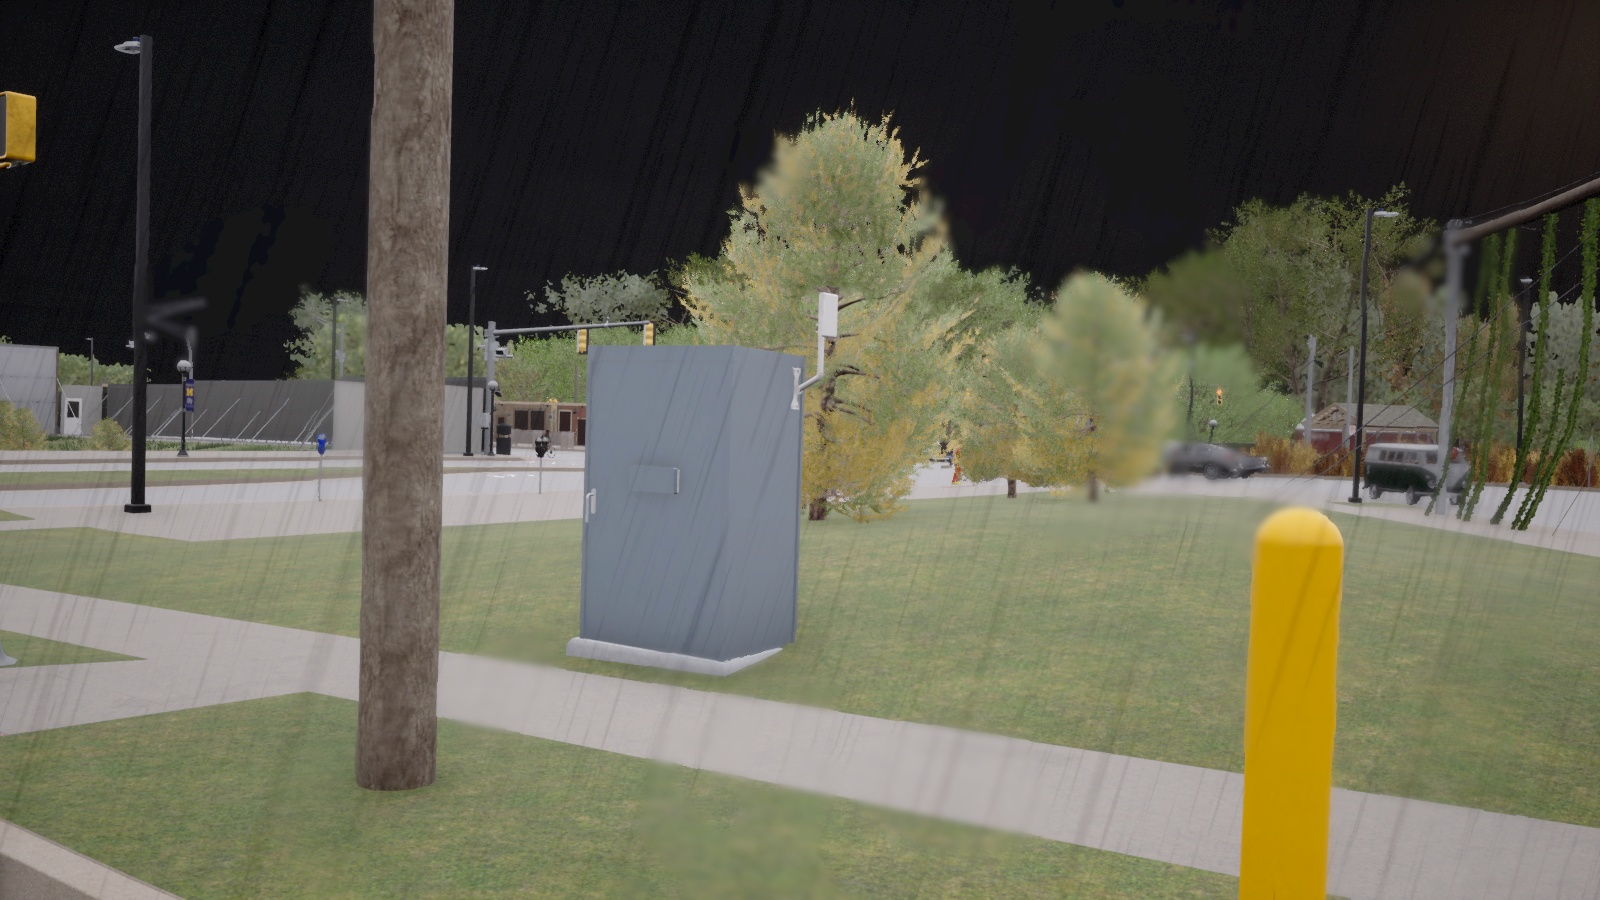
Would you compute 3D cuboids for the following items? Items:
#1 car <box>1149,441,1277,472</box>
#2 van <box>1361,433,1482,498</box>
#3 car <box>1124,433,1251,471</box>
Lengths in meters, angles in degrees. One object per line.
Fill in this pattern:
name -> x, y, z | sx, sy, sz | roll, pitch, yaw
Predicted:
car -> 19.503, 0.293, 59.383 | 5.357, 1.411, 2.033 | 0, 1, 34
van -> 20.767, 0.450, 42.156 | 1.775, 1.987, 4.442 | 0, 2, -1
car -> 17.395, 0.084, 56.400 | 5.027, 1.651, 2.152 | 0, 1, 34
